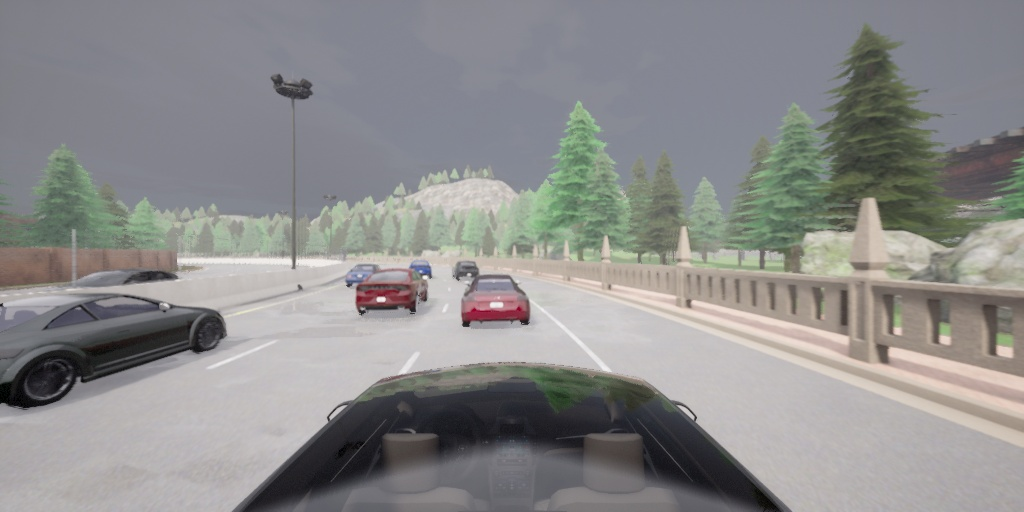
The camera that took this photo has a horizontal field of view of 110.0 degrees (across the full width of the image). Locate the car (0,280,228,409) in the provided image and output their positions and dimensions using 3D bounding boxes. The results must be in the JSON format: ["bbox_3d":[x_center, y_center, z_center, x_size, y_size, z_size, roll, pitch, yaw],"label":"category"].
[{"bbox_3d":[-7.201,1.317,6.155,1.994,1.385,4.181,0,0,-3],"label":"car"}]

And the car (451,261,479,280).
[{"bbox_3d":[-3.817,1.128,29.135,1.837,1.490,4.892,0,0,-15],"label":"car"}]

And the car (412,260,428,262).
[{"bbox_3d":[-8.175,1.103,31.680,1.882,1.535,5.008,0,0,-17],"label":"car"}]

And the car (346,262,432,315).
[{"bbox_3d":[-4.327,1.182,13.553,1.882,1.535,5.008,0,0,-6],"label":"car"}]

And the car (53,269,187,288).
[{"bbox_3d":[-14.867,1.267,13.703,1.837,1.490,4.892,0,0,-8],"label":"car"}]

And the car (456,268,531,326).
[{"bbox_3d":[-0.606,1.265,11.566,1.994,1.385,4.181,0,0,-6],"label":"car"}]

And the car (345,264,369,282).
[{"bbox_3d":[-9.624,1.219,23.802,2.033,1.411,5.357,0,0,-13],"label":"car"}]
